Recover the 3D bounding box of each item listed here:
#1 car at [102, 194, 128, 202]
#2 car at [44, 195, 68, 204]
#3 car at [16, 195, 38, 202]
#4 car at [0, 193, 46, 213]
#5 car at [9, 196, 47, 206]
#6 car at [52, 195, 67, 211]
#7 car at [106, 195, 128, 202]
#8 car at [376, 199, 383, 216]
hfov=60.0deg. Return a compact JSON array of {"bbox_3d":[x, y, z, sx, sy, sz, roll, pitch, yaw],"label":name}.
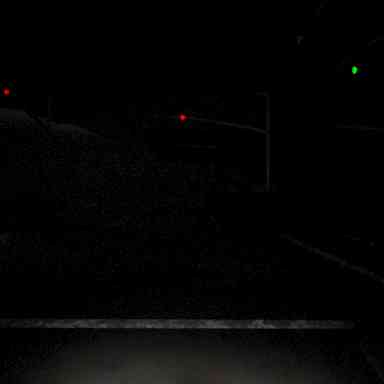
[{"bbox_3d":[-16.505,1.321,70.852,5.027,1.636,2.152,0,0,-1],"label":"car"},{"bbox_3d":[-24.097,1.312,58.953,3.633,1.501,1.845,0,0,-1],"label":"car"},{"bbox_3d":[-35.171,1.375,70.870,3.806,1.475,1.970,0,0,-1],"label":"car"},{"bbox_3d":[-16.806,1.073,33.267,3.866,1.878,1.905,0,0,-1],"label":"car"},{"bbox_3d":[-24.071,1.292,48.960,4.514,1.523,2.007,0,0,-1],"label":"car"},{"bbox_3d":[-16.218,1.356,36.595,3.806,1.475,1.970,0,0,-1],"label":"car"},{"bbox_3d":[-16.579,1.330,73.988,4.514,1.523,2.007,0,0,-1],"label":"car"},{"bbox_3d":[17.197,1.476,32.953,2.242,1.667,4.611,0,0,-1],"label":"car"}]
